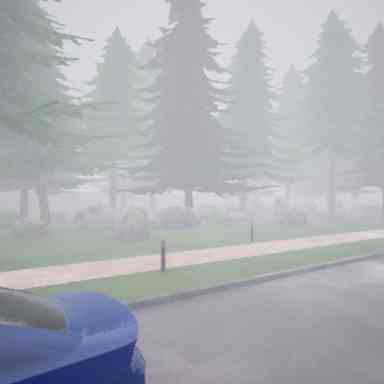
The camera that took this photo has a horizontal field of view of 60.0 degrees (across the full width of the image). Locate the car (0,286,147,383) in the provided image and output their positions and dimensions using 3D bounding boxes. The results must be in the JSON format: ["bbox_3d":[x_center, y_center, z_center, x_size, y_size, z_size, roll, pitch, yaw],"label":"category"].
[{"bbox_3d":[-2.724,1.467,2.055,5.008,1.535,1.882,1,0,-36],"label":"car"}]
